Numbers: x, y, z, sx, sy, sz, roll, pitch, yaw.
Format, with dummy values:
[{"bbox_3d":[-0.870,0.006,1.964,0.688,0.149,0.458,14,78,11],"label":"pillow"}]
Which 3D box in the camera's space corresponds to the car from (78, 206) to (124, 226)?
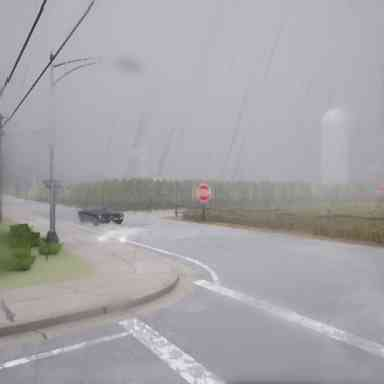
[{"bbox_3d":[-6.500,1.651,23.468,1.895,1.301,4.718,0,0,-35],"label":"car"}]
